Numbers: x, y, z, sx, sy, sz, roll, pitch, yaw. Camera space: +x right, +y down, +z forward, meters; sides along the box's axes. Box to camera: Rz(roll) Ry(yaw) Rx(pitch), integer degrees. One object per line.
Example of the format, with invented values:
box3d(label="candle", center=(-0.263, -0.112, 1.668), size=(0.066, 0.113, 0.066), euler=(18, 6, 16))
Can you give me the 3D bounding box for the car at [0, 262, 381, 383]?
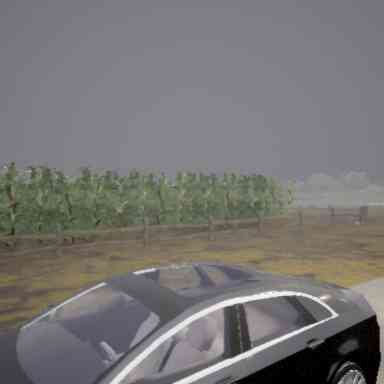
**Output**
box3d(label="car", center=(-0.256, 1.495, 2.885), size=(4.902, 1.511, 2.128), euler=(0, 0, -35))
